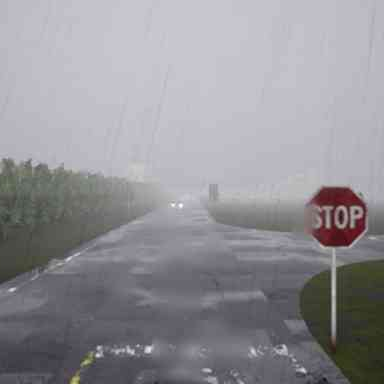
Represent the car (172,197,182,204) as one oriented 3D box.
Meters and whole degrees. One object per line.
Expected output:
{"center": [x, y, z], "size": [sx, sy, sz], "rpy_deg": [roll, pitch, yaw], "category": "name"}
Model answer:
{"center": [-2.858, 1.614, 65.359], "size": [1.895, 1.301, 4.718], "rpy_deg": [0, 0, 0], "category": "car"}
